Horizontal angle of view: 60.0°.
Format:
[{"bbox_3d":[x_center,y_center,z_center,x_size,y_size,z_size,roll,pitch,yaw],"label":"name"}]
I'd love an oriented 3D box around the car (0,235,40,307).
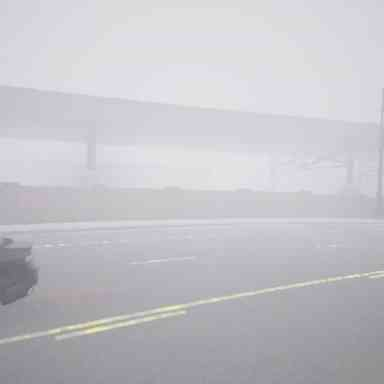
[{"bbox_3d":[-4.934,1.257,4.887,4.892,1.490,1.837,0,2,-33],"label":"car"}]
